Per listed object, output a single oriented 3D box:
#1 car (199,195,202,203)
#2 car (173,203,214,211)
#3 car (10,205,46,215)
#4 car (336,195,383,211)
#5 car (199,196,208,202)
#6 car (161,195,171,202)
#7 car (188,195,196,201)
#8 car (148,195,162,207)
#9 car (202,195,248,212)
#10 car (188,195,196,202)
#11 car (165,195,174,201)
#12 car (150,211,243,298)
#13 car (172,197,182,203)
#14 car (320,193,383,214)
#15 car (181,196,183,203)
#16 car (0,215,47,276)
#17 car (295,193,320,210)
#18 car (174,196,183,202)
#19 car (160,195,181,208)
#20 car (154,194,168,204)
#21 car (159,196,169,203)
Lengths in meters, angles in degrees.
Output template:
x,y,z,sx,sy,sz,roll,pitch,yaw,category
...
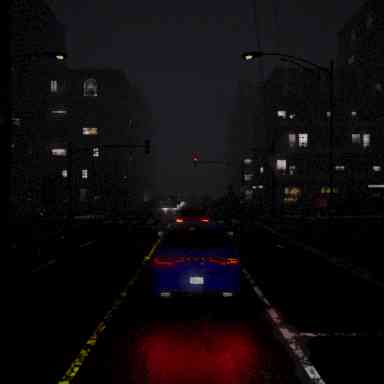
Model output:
x,y,z,sx,sy,sz,roll,pitch,yaw,category
2.630,1.458,57.512,1.967,1.590,4.097,0,0,0,car
0.080,1.526,17.931,1.812,1.442,4.674,0,0,1,car
-16.708,1.888,32.080,4.718,1.301,1.895,-1,0,-1,car
18.263,1.139,35.622,4.892,1.490,1.837,-1,0,-1,car
2.614,1.612,74.560,1.802,1.307,4.206,0,0,0,car
-5.767,1.470,74.549,1.967,1.590,4.097,0,0,0,car
-0.092,1.570,90.509,2.128,1.511,4.902,0,0,0,car
-5.743,1.580,51.819,1.947,1.339,4.313,0,0,0,car
3.916,1.279,37.563,4.553,1.767,2.097,-2,-2,26,car
-0.081,1.513,80.399,1.882,1.535,5.008,0,0,0,car
-5.779,1.480,85.915,1.967,1.590,4.097,0,0,0,car
0.094,1.477,8.590,1.882,1.535,5.008,0,0,0,car
-3.081,1.626,68.180,1.895,1.301,4.718,0,0,0,car
14.664,1.029,29.778,5.009,1.841,2.192,-1,1,-1,car
-3.139,1.370,58.672,2.097,1.767,4.553,0,0,0,car
-5.750,1.582,9.796,1.802,1.307,4.206,0,0,0,car
14.521,1.015,38.156,5.009,1.841,2.192,-1,1,-1,car
-3.082,1.621,78.519,1.895,1.301,4.718,0,0,0,car
-3.130,1.560,49.190,2.033,1.411,5.357,0,0,-1,car
-5.756,1.336,63.184,2.192,1.841,5.009,0,0,0,car
-5.761,1.551,68.697,1.752,1.417,4.829,0,0,0,car
